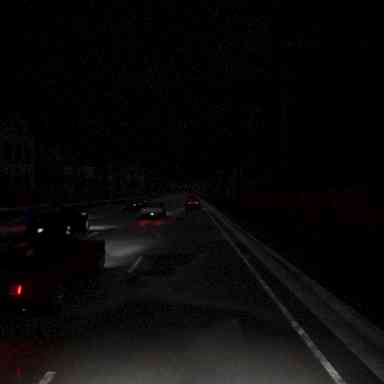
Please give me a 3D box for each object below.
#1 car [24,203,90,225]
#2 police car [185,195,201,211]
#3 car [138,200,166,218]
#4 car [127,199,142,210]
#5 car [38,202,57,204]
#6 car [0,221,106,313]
[{"bbox_3d":[-6.899,1.504,17.598,1.837,1.490,4.892,0,0,0],"label":"car"},{"bbox_3d":[0.096,1.502,41.574,2.038,1.542,4.974,0,0,0],"label":"police car"},{"bbox_3d":[-3.401,1.601,30.598,1.895,1.301,4.718,0,0,0],"label":"car"},{"bbox_3d":[-6.901,1.564,41.951,1.994,1.385,4.181,0,0,0],"label":"car"},{"bbox_3d":[-10.401,1.477,24.510,1.882,1.535,5.008,0,0,0],"label":"car"},{"bbox_3d":[-3.399,1.601,7.595,1.895,1.301,4.718,0,0,0],"label":"car"}]
